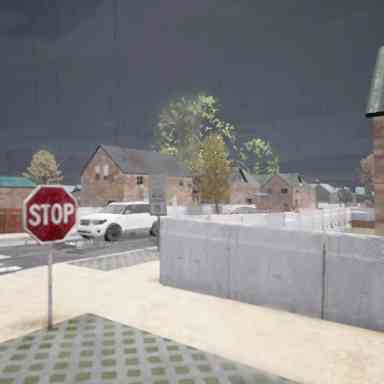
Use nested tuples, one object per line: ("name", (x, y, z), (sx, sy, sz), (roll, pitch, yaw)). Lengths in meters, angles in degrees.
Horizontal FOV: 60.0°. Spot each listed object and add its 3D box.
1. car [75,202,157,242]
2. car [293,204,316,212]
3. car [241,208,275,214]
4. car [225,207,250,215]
("car", (-3.808, 1.567, 18.855), (2.150, 2.045, 5.566), (-1, -2, 36))
("car", (15.558, 2.471, 45.757), (2.097, 1.767, 4.553), (-1, -2, 36))
("car", (6.200, 2.200, 27.782), (1.895, 1.301, 4.718), (-1, -2, 36))
("car", (4.777, 2.159, 30.843), (1.882, 1.535, 5.008), (-1, -1, 36))
